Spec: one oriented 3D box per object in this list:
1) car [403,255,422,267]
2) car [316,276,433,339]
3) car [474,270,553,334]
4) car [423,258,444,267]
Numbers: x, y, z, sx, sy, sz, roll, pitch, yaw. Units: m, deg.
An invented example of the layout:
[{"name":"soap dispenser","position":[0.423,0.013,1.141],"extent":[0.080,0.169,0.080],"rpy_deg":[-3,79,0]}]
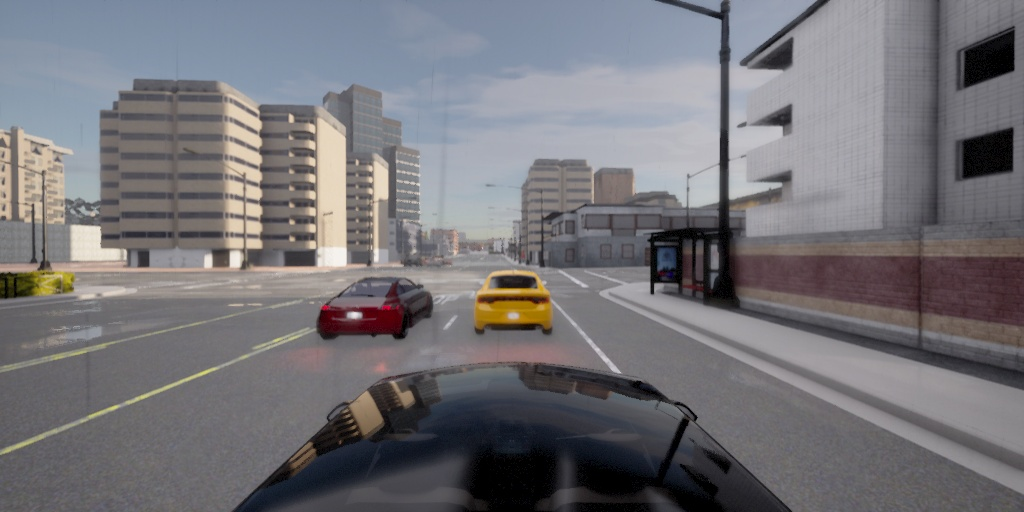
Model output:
[{"name":"car","position":[-16.205,0.790,58.694],"extent":[2.150,2.045,5.566],"rpy_deg":[0,-1,-3]},{"name":"car","position":[-3.455,1.239,9.791],"extent":[1.994,1.385,4.181],"rpy_deg":[0,1,-1]},{"name":"car","position":[0.032,1.147,10.364],"extent":[1.882,1.535,5.008],"rpy_deg":[0,1,0]},{"name":"car","position":[-12.682,1.156,58.237],"extent":[1.895,1.301,4.718],"rpy_deg":[0,-1,-3]}]
